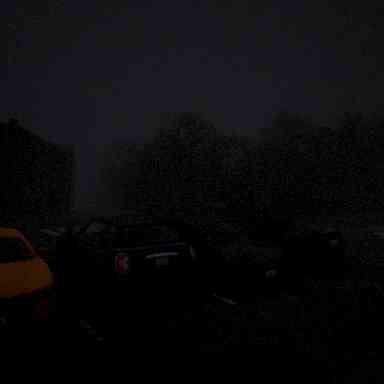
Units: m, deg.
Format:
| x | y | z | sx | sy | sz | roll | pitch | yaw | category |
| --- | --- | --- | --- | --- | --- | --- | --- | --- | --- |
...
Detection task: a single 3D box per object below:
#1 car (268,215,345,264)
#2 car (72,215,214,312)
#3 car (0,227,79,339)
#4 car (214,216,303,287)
| x | y | z | sx | sy | sz | roll | pitch | yaw | category |
| --- | --- | --- | --- | --- | --- | --- | --- | --- | --- |
| 2.700 | 1.507 | 11.404 | 2.163 | 1.488 | 4.792 | 0 | 0 | -35 | car |
| -1.801 | 1.360 | 8.122 | 2.185 | 1.767 | 4.553 | 0 | 0 | -35 | car |
| -4.085 | 1.483 | 6.539 | 2.097 | 1.535 | 5.008 | 0 | 0 | -35 | car |
| 0.467 | 1.512 | 9.741 | 2.163 | 1.488 | 4.792 | 0 | 0 | -35 | car |
